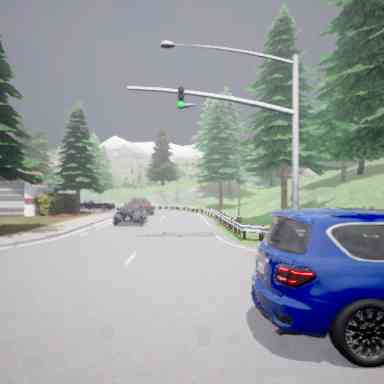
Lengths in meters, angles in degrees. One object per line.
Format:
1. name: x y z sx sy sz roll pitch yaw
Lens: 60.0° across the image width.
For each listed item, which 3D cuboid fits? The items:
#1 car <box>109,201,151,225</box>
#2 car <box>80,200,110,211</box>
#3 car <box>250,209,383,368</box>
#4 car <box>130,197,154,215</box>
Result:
1. car: -4.290 1.560 23.627 1.994 1.385 4.181 0 0 -3
2. car: -11.907 1.601 41.066 4.718 1.301 1.895 0 0 13
3. car: 3.760 1.343 5.315 5.566 2.045 2.150 1 0 -2
4. car: -5.241 1.347 33.407 2.097 1.767 4.553 0 0 -20
